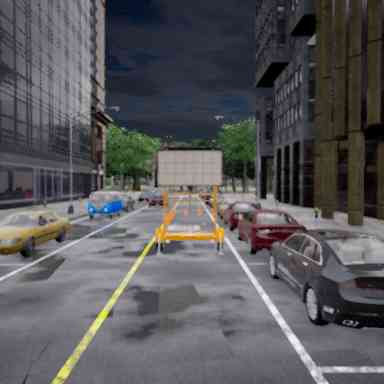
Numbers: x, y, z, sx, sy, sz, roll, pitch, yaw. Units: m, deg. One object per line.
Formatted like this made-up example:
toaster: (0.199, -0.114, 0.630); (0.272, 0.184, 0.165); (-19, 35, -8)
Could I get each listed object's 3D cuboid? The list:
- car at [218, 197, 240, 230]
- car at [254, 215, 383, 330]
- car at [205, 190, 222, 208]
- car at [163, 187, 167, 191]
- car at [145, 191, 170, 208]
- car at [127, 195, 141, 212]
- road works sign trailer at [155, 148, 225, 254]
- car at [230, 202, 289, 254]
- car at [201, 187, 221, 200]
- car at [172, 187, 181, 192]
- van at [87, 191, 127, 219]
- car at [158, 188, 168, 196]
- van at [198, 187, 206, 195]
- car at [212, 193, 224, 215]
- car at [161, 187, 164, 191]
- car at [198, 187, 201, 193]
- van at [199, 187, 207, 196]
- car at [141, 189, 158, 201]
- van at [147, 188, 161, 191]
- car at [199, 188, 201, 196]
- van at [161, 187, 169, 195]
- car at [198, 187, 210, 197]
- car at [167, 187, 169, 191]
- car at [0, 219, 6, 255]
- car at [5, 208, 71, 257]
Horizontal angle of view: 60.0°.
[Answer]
car: (2.656, 1.170, 17.465); (1.887, 1.381, 4.507); (0, 1, 0)
car: (2.722, 1.406, 6.593); (2.008, 1.369, 4.403); (0, 1, 0)
car: (2.557, 0.804, 33.943); (1.752, 1.417, 4.829); (0, 1, 0)
car: (-6.131, 0.288, 60.905); (1.947, 1.339, 4.313); (0, 1, 0)
car: (-3.302, 0.883, 33.883); (1.895, 1.301, 4.718); (0, 1, 0)
car: (-5.934, 0.952, 28.287); (2.008, 1.369, 4.403); (0, 1, 0)
road works sign trailer: (-0.074, 0.204, 12.131); (2.380, 3.560, 2.880); (0, 1, 0)
car: (2.689, 1.285, 12.029); (1.887, 1.381, 4.507); (0, 1, 0)
car: (2.525, 0.484, 39.205); (2.192, 1.841, 5.009); (0, 1, 0)
car: (-3.449, -0.446, 74.605); (1.837, 1.490, 4.892); (0, 1, 0)
van: (-5.902, 0.857, 22.846); (1.690, 1.788, 3.998); (0, 1, 0)
car: (-6.196, -0.061, 71.775); (1.967, 1.590, 4.097); (0, 1, 0)
van: (2.296, -0.277, 77.260); (1.690, 1.788, 3.998); (0, 1, 0)
car: (2.623, 1.033, 23.071); (1.752, 1.417, 4.829); (0, 1, 0)
car: (-6.097, 0.363, 55.298); (1.752, 1.417, 4.829); (0, 1, 0)
car: (2.427, 0.374, 55.519); (1.887, 1.381, 4.507); (0, 1, 0)
van: (2.328, -0.165, 71.824); (1.690, 1.788, 3.998); (0, 1, 0)
car: (-6.032, 0.626, 44.596); (1.947, 1.339, 4.313); (0, 1, 0)
van: (-6.066, 0.288, 50.027); (1.690, 1.788, 3.998); (0, 1, 0)
car: (2.459, 0.464, 50.252); (1.752, 1.417, 4.829); (0, 1, 0)
van: (-6.229, -0.272, 77.209); (1.690, 1.788, 3.998); (0, 1, 0)
car: (2.361, -0.080, 66.387); (2.192, 1.841, 5.009); (0, 1, 0)
car: (-6.162, 0.139, 66.170); (1.752, 1.417, 4.829); (0, 1, 0)
car: (-5.803, 1.443, 6.542); (1.802, 1.307, 4.206); (0, 1, 0)
car: (-5.835, 1.274, 11.808); (1.752, 1.417, 4.829); (0, 1, 0)
